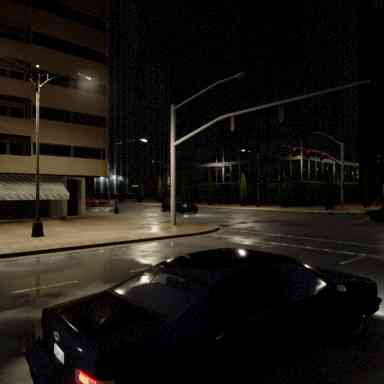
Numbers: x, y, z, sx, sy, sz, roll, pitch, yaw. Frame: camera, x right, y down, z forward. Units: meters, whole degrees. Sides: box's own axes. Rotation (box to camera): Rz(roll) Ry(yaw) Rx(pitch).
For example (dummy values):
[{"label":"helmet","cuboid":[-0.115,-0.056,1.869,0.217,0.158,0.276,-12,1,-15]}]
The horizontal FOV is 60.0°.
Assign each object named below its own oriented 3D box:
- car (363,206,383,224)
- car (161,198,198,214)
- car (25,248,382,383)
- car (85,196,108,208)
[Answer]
[{"label":"car","cuboid":[15.041,1.619,23.856,4.718,1.301,1.895,0,0,13]},{"label":"car","cuboid":[-1.375,1.410,36.027,2.097,1.767,4.553,0,0,-42]},{"label":"car","cuboid":[0.696,1.547,4.703,5.357,1.411,2.033,0,0,-39]},{"label":"car","cuboid":[-14.670,1.407,50.802,2.097,1.767,4.553,0,0,-42]}]
